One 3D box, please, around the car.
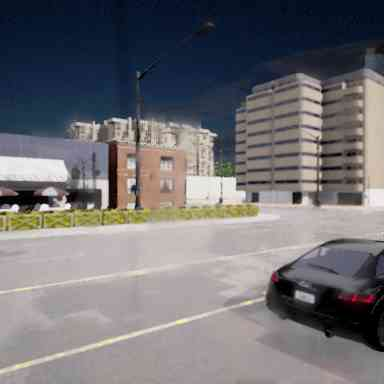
[{"bbox_3d":[3.349,1.578,6.280,4.181,1.385,1.994,0,0,-36],"label":"car"}]
